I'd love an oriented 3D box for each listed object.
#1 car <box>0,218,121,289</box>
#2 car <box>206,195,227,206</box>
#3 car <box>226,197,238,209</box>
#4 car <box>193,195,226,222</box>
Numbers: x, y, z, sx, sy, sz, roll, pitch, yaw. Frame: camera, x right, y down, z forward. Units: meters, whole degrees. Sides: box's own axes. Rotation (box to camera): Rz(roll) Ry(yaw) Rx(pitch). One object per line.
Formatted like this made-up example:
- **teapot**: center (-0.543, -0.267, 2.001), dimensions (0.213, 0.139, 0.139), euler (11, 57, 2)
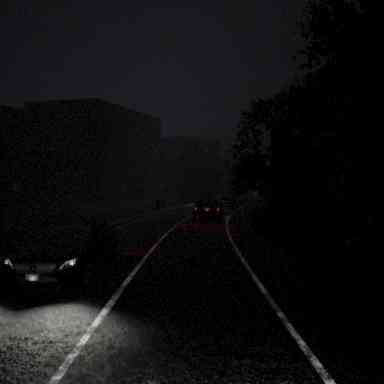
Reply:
- **car**: center (-3.262, 1.502, 9.235), dimensions (1.812, 1.442, 4.674), euler (0, 0, 1)
- **car**: center (3.792, 1.265, 50.807), dimensions (1.837, 1.490, 4.892), euler (2, 0, 19)
- **car**: center (4.801, 1.351, 42.611), dimensions (2.128, 1.511, 4.902), euler (2, 0, 15)
- **car**: center (1.324, 1.269, 25.676), dimensions (2.097, 1.767, 4.553), euler (1, 0, 7)
